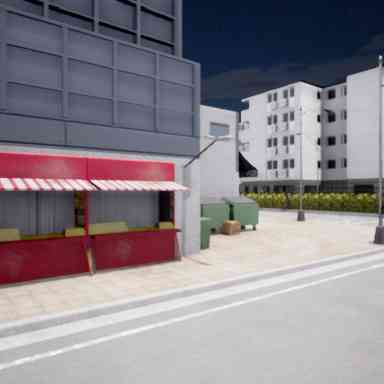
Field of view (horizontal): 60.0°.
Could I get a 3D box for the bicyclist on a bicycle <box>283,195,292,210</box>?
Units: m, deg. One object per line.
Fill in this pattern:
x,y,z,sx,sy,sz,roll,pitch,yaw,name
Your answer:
10.104,1.098,35.159,1.656,1.620,0.582,0,0,-37,bicyclist on a bicycle
